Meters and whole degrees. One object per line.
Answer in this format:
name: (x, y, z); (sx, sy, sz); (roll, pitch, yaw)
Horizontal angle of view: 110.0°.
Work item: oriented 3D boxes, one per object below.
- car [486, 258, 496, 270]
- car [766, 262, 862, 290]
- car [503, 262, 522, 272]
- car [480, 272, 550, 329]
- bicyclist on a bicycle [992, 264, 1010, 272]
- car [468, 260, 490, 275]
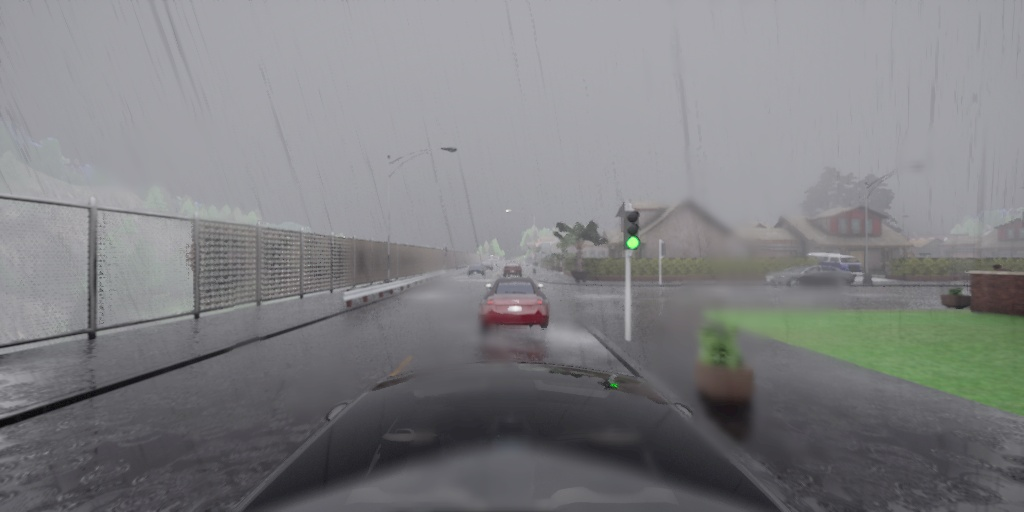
car: (-4.086, 1.534, 58.485); (1.882, 1.535, 5.008); (0, 0, 0)
car: (19.195, 1.356, 23.239); (4.902, 1.511, 2.128); (0, 0, 0)
car: (0.078, 1.432, 39.746); (1.882, 1.535, 5.008); (0, 0, 0)
car: (0.087, 1.367, 11.467); (1.994, 1.385, 4.181); (0, 0, 0)
bicyclist on a bicycle: (20.276, 1.169, 14.846); (0.582, 1.620, 1.656); (0, -1, 0)
car: (-4.116, 1.518, 42.726); (2.033, 1.411, 5.357); (0, 0, 0)
